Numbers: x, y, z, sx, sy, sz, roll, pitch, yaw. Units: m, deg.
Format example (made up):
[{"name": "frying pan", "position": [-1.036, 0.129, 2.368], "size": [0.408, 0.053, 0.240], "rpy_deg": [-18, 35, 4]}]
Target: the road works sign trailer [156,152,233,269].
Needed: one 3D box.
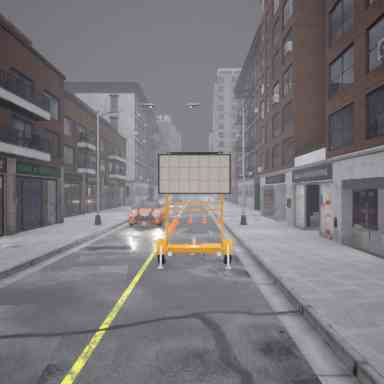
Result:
[{"name": "road works sign trailer", "position": [0.085, 0.463, 11.170], "size": [2.380, 3.560, 2.880], "rpy_deg": [0, 0, 0]}]

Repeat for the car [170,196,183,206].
[{"name": "car", "position": [-2.580, 1.474, 54.718], "size": [1.837, 1.490, 4.892], "rpy_deg": [0, 0, 0]}]

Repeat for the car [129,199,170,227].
[{"name": "car", "position": [-2.927, 1.347, 22.697], "size": [2.097, 1.767, 4.553], "rpy_deg": [0, 0, 0]}]
